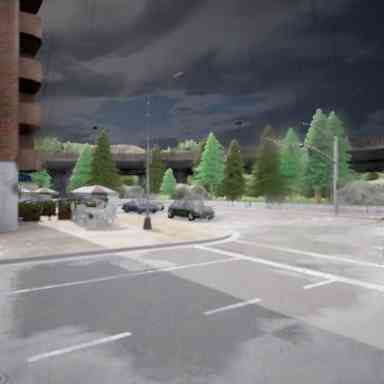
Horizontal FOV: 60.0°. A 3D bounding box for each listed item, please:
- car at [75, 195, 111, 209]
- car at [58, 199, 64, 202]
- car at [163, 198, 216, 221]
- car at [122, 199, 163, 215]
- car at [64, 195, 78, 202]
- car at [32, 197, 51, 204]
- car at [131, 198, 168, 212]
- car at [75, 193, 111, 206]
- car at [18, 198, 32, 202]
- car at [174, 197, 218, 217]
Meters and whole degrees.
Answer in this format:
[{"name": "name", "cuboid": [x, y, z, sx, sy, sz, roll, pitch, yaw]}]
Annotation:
[{"name": "car", "cuboid": [-12.496, 1.534, 42.971, 4.892, 1.490, 1.837, 1, 0, 37]}, {"name": "car", "cuboid": [-19.649, 1.527, 54.204, 4.902, 1.511, 2.128, 0, 0, 15]}, {"name": "car", "cuboid": [-0.094, 1.389, 27.698, 2.097, 1.767, 4.553, 0, 0, -36]}, {"name": "car", "cuboid": [-5.591, 1.585, 35.416, 2.033, 1.411, 5.357, 0, 0, -36]}, {"name": "car", "cuboid": [-15.668, 1.259, 49.065, 5.566, 2.045, 2.150, 0, 0, 25]}, {"name": "car", "cuboid": [-27.264, 1.580, 58.925, 4.181, 1.385, 1.994, 0, 0, -3]}, {"name": "car", "cuboid": [-5.188, 1.548, 40.340, 2.128, 1.511, 4.902, 0, 0, -40]}, {"name": "car", "cuboid": [-16.953, 1.279, 57.073, 5.566, 2.045, 2.150, 0, 0, 17]}, {"name": "car", "cuboid": [-29.800, 1.592, 55.214, 4.718, 1.301, 1.895, 0, 0, -5]}, {"name": "car", "cuboid": [0.339, 1.409, 33.055, 2.097, 1.767, 4.553, 0, 0, -36]}]
